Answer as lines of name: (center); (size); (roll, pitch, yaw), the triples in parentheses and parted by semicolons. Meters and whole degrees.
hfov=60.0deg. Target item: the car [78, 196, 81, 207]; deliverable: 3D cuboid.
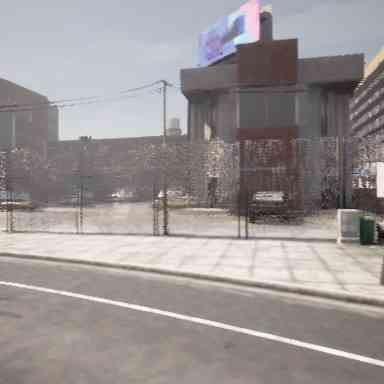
car: (-17.787, 1.568, 47.948); (4.718, 1.301, 1.895); (0, 0, 12)

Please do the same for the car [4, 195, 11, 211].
car: (-19.920, 1.427, 37.664); (4.193, 1.474, 1.816); (0, 0, 12)
